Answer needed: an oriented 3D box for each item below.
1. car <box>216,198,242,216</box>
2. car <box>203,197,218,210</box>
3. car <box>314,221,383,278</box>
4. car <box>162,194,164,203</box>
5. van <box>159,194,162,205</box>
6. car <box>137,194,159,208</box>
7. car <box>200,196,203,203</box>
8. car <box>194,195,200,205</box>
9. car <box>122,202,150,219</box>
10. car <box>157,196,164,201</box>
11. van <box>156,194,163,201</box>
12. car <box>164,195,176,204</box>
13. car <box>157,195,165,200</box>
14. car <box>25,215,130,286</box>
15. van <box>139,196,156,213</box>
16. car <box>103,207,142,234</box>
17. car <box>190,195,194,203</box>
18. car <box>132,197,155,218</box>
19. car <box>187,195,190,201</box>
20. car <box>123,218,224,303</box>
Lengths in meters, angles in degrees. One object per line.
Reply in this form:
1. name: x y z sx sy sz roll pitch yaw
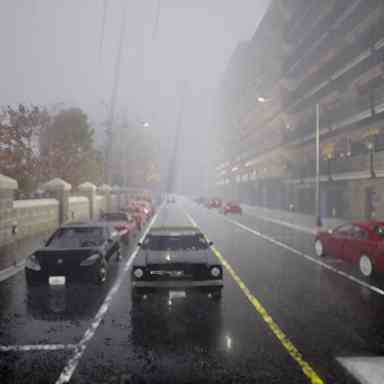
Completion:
1. car: 3.766 1.568 32.471 1.802 1.307 4.206 0 0 -4
2. car: 3.015 1.432 43.708 1.967 1.590 4.097 0 0 -4
3. car: 5.269 1.535 10.003 1.887 1.381 4.507 0 0 -4
4. car: -6.474 1.567 60.002 1.947 1.339 4.313 0 0 -4
5. van: -5.723 1.336 48.766 1.690 1.788 3.998 0 0 -4
6. car: -4.596 1.301 31.912 2.192 1.841 5.009 0 0 -4
7. car: 2.639 1.576 49.326 1.802 1.307 4.206 0 0 -4
8. car: 1.887 1.567 60.561 1.947 1.339 4.313 0 0 -4
9. car: -3.844 1.527 20.678 1.887 1.381 4.507 0 0 -4
10. car: -8.352 1.617 88.090 1.802 1.307 4.206 0 0 -4
11. van: -7.976 1.367 82.472 1.690 1.788 3.998 0 0 -4
12. car: -3.988 1.551 63.144 2.033 1.411 5.357 0 0 -4
13. car: -8.728 1.589 93.708 1.887 1.381 4.507 0 0 -4
14. car: -3.093 1.557 9.444 1.947 1.339 4.313 0 0 -4
15. van: -4.971 1.330 37.530 1.690 1.788 3.998 0 0 -4
16. car: -3.469 1.567 15.062 1.802 1.307 4.206 0 0 -4
17. car: 1.136 1.452 71.796 1.967 1.590 4.097 0 0 -4
18. car: -4.219 1.423 26.294 1.967 1.590 4.097 0 0 -4
19. car: 0.374 1.552 83.201 1.752 1.417 4.829 0 0 -4
20. car: -0.424 1.593 8.386 1.895 1.301 4.718 0 0 -4
